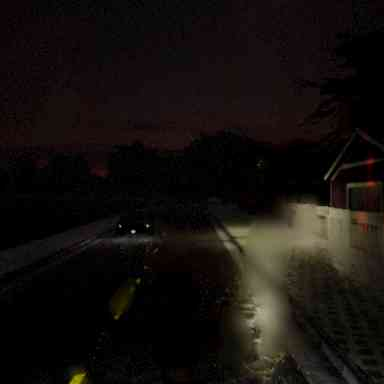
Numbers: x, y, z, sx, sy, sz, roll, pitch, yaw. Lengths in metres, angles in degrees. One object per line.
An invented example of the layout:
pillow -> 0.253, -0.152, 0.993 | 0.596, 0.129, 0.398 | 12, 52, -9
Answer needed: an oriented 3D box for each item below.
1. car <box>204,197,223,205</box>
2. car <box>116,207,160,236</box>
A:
car -> 3.949, 1.634, 60.590 | 1.812, 1.442, 4.674 | -1, -1, 34
car -> -2.854, 1.540, 18.816 | 2.033, 1.411, 5.357 | 0, 0, 0
